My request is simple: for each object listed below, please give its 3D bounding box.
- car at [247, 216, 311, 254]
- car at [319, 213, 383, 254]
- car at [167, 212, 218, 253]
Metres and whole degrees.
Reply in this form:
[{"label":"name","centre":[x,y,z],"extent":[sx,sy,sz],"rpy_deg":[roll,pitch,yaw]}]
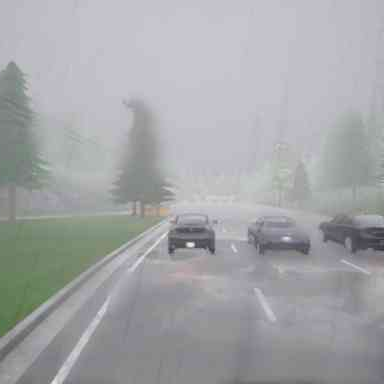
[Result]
[{"label":"car","centre":[3.547,1.703,14.218],"extent":[1.994,1.385,4.181],"rpy_deg":[0,0,2]},{"label":"car","centre":[7.051,1.621,14.252],"extent":[1.882,1.535,5.008],"rpy_deg":[0,0,2]},{"label":"car","centre":[0.048,1.642,14.334],"extent":[1.837,1.490,4.892],"rpy_deg":[0,0,2]}]
